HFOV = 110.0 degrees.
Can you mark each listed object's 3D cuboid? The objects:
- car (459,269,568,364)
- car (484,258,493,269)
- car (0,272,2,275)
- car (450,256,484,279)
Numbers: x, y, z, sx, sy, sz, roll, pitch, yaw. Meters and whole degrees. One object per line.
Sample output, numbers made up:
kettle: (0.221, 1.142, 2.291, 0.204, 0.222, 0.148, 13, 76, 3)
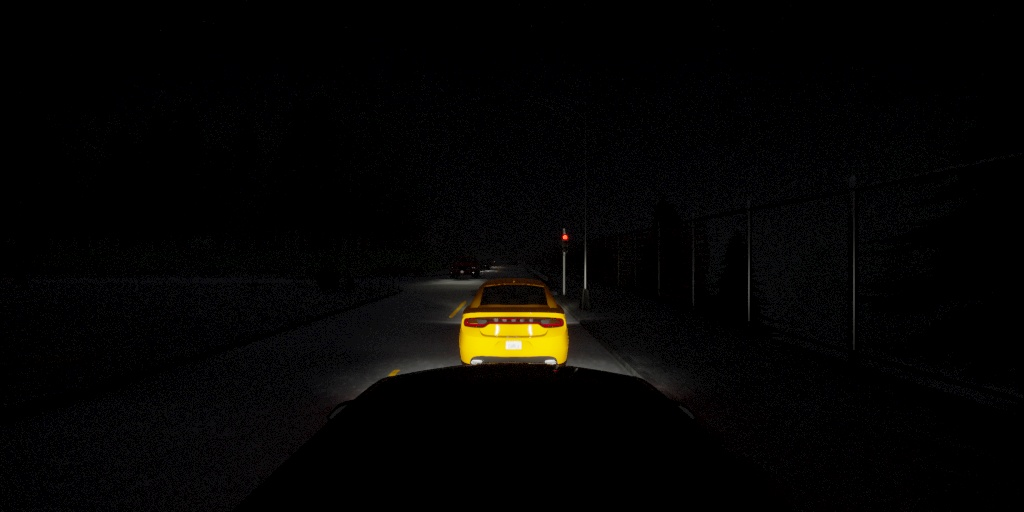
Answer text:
car: (0.047, 1.228, 8.009, 1.882, 1.535, 5.008, 0, 0, 0)
car: (-4.093, 1.254, 50.631, 1.837, 1.490, 4.892, 0, 0, 0)
car: (-48.083, 1.297, 31.190, 5.357, 1.411, 2.033, 0, 0, 1)
car: (-4.099, 0.974, 32.239, 2.150, 2.045, 5.566, 0, 0, 0)
